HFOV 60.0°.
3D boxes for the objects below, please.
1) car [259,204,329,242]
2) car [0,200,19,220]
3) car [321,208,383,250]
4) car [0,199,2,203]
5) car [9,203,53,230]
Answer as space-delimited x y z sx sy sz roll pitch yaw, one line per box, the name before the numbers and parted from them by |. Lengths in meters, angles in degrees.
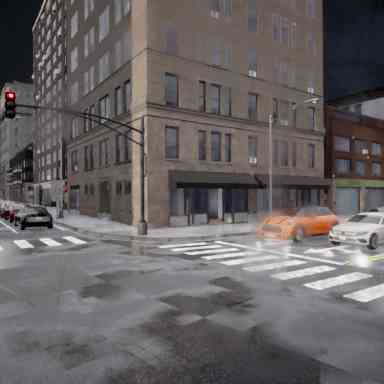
car | 5.606 1.503 17.260 4.553 1.767 2.097 0 -1 -35
car | -13.123 1.546 25.401 1.887 1.381 4.507 1 0 -35
car | 8.179 1.650 15.077 4.674 1.442 1.812 0 -1 -34
car | -16.274 1.552 29.946 2.008 1.369 4.403 1 0 -35
car | -9.973 1.568 20.855 1.947 1.339 4.313 1 0 -35
